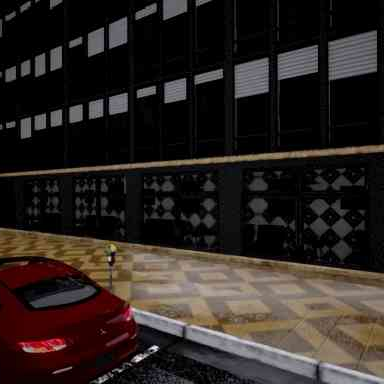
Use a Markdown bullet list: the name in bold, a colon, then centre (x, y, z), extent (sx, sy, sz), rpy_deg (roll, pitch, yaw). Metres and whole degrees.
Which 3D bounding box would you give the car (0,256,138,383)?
- **car**: centre (-2.593, 1.582, 4.675), extent (4.206, 1.307, 1.802), rpy_deg (0, 0, 35)
